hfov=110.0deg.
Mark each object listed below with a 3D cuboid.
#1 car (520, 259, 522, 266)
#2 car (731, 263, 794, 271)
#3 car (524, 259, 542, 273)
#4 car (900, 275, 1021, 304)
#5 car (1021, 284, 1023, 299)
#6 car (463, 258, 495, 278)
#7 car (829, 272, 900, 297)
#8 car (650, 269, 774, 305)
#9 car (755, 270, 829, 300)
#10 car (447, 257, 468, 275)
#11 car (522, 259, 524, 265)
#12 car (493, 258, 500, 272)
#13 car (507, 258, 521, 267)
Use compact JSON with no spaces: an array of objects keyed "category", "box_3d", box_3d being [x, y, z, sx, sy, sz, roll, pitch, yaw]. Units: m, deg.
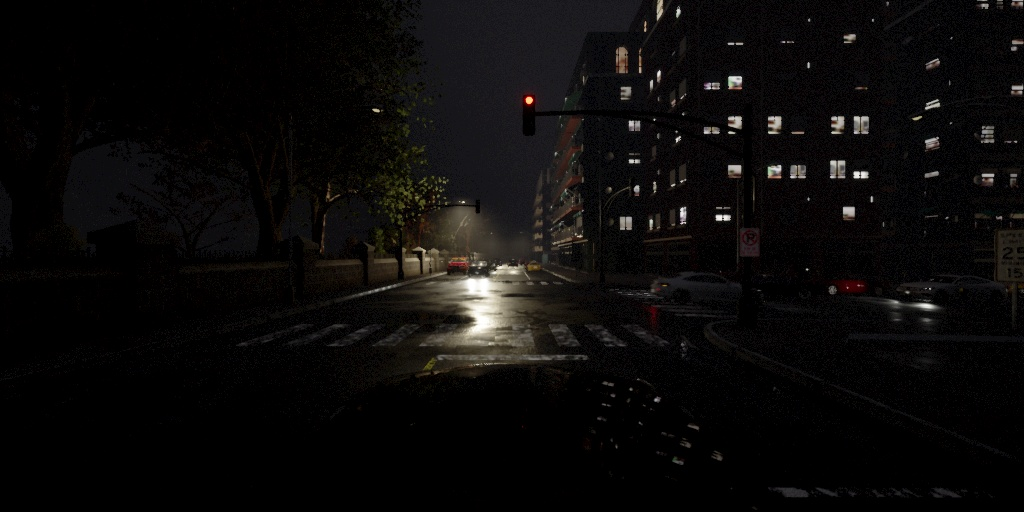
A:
[{"category":"car","box_3d":[2.747,1.316,55.115,2.007,1.370,4.403,0,0,0]},{"category":"car","box_3d":[14.619,1.338,21.911,5.009,1.841,2.192,0,0,0]},{"category":"car","box_3d":[2.735,1.283,44.214,1.751,1.417,4.829,0,0,0]},{"category":"car","box_3d":[23.664,1.723,19.333,4.674,1.442,1.812,1,0,0]},{"category":"car","box_3d":[31.536,1.857,21.946,4.829,1.417,1.751,0,0,0]},{"category":"car","box_3d":[-3.073,1.244,34.117,2.128,1.511,4.902,0,0,-1]},{"category":"car","box_3d":[20.314,1.671,21.923,4.507,1.381,1.888,0,0,0]},{"category":"car","box_3d":[8.804,1.453,16.389,4.674,1.442,1.812,2,1,5]},{"category":"car","box_3d":[13.722,1.618,19.315,4.718,1.301,1.895,1,0,0]},{"category":"car","box_3d":[-5.651,1.069,38.517,2.192,1.841,5.009,0,0,0]},{"category":"car","box_3d":[2.741,1.306,49.579,1.888,1.381,4.507,0,0,0]},{"category":"car","box_3d":[-3.050,1.115,46.885,2.097,1.767,4.553,0,0,0]},{"category":"car","box_3d":[0.166,1.319,64.291,2.033,1.411,5.357,0,0,-1]}]
